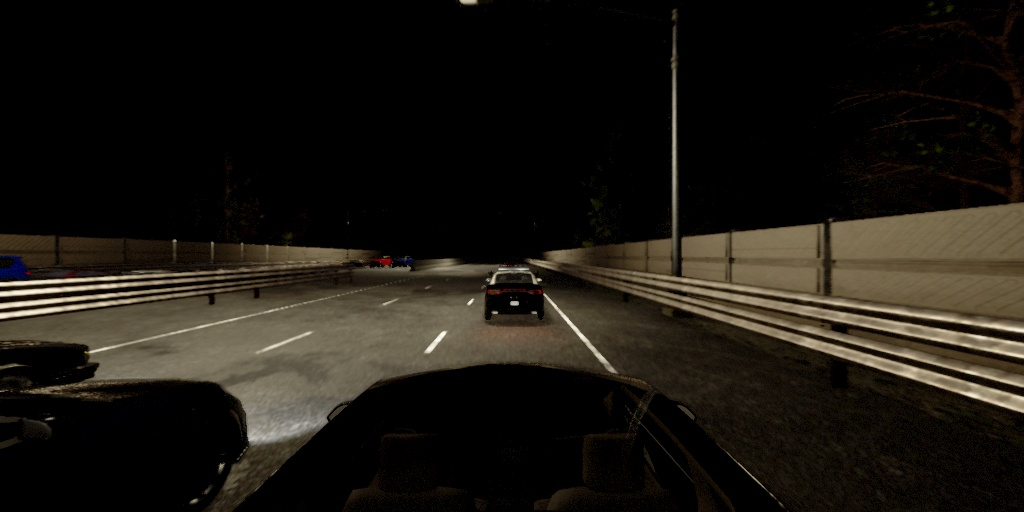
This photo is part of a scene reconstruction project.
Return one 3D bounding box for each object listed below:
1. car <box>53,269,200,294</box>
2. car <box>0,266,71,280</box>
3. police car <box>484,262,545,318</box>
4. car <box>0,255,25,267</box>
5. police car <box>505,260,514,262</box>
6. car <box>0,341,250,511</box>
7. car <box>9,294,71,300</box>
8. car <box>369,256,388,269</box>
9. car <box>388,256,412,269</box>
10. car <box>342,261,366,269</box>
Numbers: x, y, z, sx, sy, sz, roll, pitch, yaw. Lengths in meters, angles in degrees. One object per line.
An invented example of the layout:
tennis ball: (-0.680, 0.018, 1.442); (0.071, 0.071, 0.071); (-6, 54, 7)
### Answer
car: (-17.830, 1.355, 17.139); (1.895, 1.301, 4.718); (0, 0, 1)
car: (-21.336, 1.319, 17.292); (1.994, 1.385, 4.181); (0, 0, 1)
police car: (0.066, 1.178, 13.069); (1.930, 1.638, 5.238); (0, 0, 0)
car: (-24.867, 0.976, 15.356); (2.150, 2.045, 5.566); (0, 0, 1)
police car: (-0.293, 1.268, 43.973); (2.038, 1.542, 4.974); (0, 0, -1)
car: (-3.405, 1.314, 1.558); (1.994, 1.385, 4.181); (0, 0, 0)
car: (-6.899, 1.298, 2.647); (2.033, 1.411, 5.357); (0, 0, 0)
car: (-21.702, 0.989, 59.339); (2.150, 2.045, 5.566); (0, 0, -1)
car: (-18.211, 0.989, 59.470); (2.150, 2.045, 5.566); (0, 0, -1)
car: (-25.168, 1.367, 57.125); (1.895, 1.301, 4.718); (0, 0, 0)
